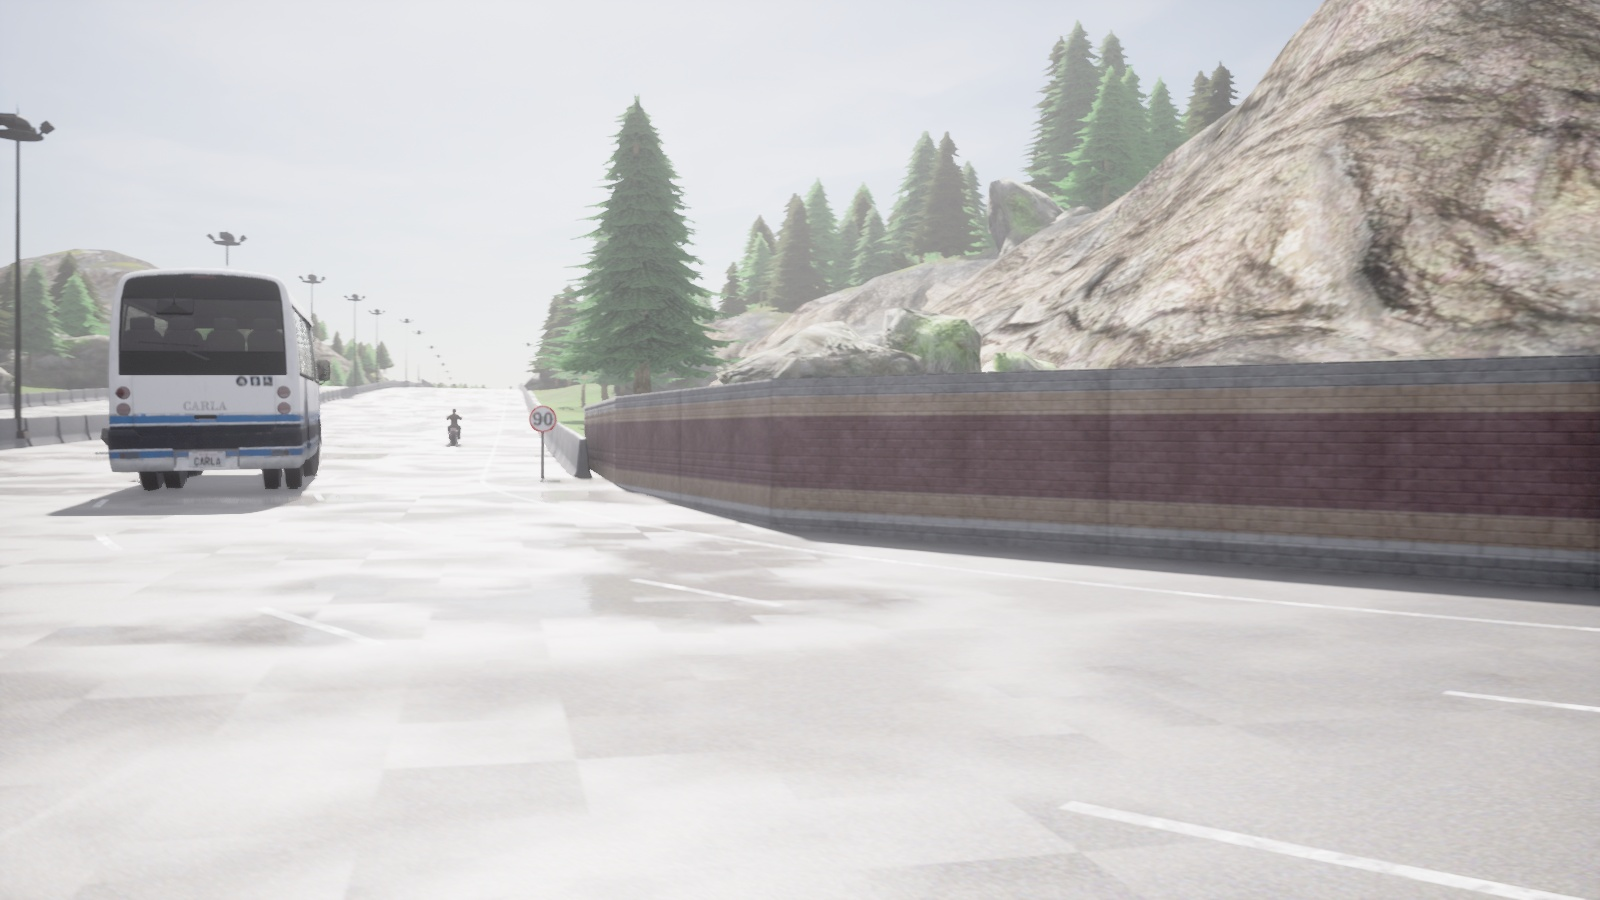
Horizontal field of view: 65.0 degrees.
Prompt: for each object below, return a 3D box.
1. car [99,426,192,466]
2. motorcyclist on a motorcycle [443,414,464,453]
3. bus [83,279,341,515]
[{"bbox_3d":[-23.878,-0.199,45.992,1.895,1.301,4.718,-1,2,-13],"label":"car"},{"bbox_3d":[-15.229,-0.747,55.190,0.766,1.649,2.350,-1,2,-13],"label":"motorcyclist on a motorcycle"},{"bbox_3d":[-12.600,-1.166,28.134,3.944,4.253,10.273,-2,2,-19],"label":"bus"}]
